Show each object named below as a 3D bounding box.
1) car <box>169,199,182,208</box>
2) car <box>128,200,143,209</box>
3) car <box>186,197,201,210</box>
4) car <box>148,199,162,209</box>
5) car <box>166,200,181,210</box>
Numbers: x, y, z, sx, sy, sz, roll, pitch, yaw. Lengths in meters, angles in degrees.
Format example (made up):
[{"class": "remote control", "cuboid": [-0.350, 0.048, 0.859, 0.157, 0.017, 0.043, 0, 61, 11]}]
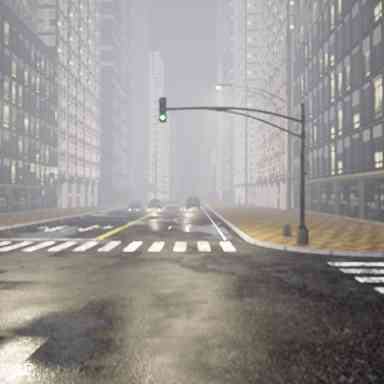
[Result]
[{"class": "car", "cuboid": [-3.007, 2.154, 62.678, 2.128, 1.511, 4.902, 0, -1, 0]}, {"class": "car", "cuboid": [-9.530, 2.137, 56.870, 2.033, 1.411, 5.357, 0, -1, 0]}, {"class": "car", "cuboid": [0.204, 1.763, 52.698, 2.150, 2.045, 5.566, 0, -1, 0]}, {"class": "car", "cuboid": [-6.280, 1.943, 56.889, 2.097, 1.767, 4.553, 0, -1, 0]}, {"class": "car", "cuboid": [-3.046, 2.142, 52.706, 1.895, 1.301, 4.718, 0, -1, 0]}]
